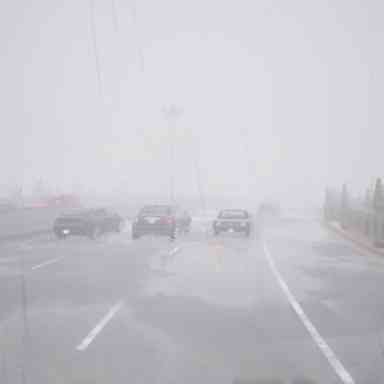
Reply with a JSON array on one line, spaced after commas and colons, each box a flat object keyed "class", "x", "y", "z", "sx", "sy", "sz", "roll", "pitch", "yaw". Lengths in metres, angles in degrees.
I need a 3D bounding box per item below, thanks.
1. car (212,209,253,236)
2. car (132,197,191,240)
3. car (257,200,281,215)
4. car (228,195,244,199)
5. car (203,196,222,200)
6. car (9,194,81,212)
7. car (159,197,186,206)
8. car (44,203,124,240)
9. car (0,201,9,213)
[{"class": "car", "x": 2.415, "y": 1.617, "z": 18.557, "sx": 1.895, "sy": 1.301, "sz": 4.718, "roll": 0, "pitch": 0, "yaw": 13}, {"class": "car", "x": -1.401, "y": 1.351, "z": 17.123, "sx": 2.097, "sy": 1.767, "sz": 4.553, "roll": 0, "pitch": 0, "yaw": 11}, {"class": "car", "x": 8.234, "y": 1.572, "z": 35.354, "sx": 1.812, "sy": 1.442, "sz": 4.674, "roll": 0, "pitch": 0, "yaw": 25}, {"class": "car", "x": 8.124, "y": 1.405, "z": 61.862, "sx": 2.097, "sy": 1.767, "sz": 4.553, "roll": 0, "pitch": 0, "yaw": 39}, {"class": "car", "x": 3.842, "y": 1.526, "z": 62.086, "sx": 2.128, "sy": 1.511, "sz": 4.902, "roll": 0, "pitch": 0, "yaw": 37}, {"class": "car", "x": -10.530, "y": 1.182, "z": 25.057, "sx": 2.150, "sy": 2.045, "sz": 5.566, "roll": 0, "pitch": 0, "yaw": 16}, {"class": "car", "x": -3.335, "y": 1.548, "z": 58.042, "sx": 2.033, "sy": 1.411, "sz": 5.357, "roll": 0, "pitch": 0, "yaw": 33}, {"class": "car", "x": -5.042, "y": 1.487, "z": 16.885, "sx": 1.837, "sy": 1.490, "sz": 4.892, "roll": 0, "pitch": 0, "yaw": 11}, {"class": "car", "x": -14.342, "y": 1.433, "z": 24.130, "sx": 2.128, "sy": 1.511, "sz": 4.902, "roll": 0, "pitch": 0, "yaw": 14}]
